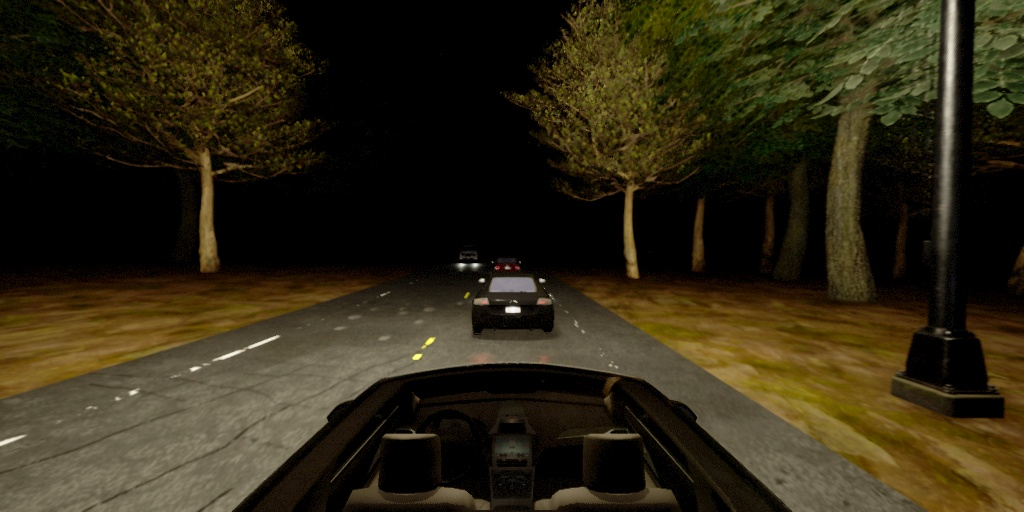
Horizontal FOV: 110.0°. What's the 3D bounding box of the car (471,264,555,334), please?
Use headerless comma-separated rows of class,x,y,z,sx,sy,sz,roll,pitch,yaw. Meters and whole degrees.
car,0.006,1.107,9.915,1.994,1.385,4.181,0,1,0

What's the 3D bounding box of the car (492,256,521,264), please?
car,-0.369,0.682,23.829,2.033,1.411,5.357,0,2,-2

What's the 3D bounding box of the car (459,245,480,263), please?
car,-5.117,-0.268,43.438,2.150,2.045,5.566,0,2,-3
